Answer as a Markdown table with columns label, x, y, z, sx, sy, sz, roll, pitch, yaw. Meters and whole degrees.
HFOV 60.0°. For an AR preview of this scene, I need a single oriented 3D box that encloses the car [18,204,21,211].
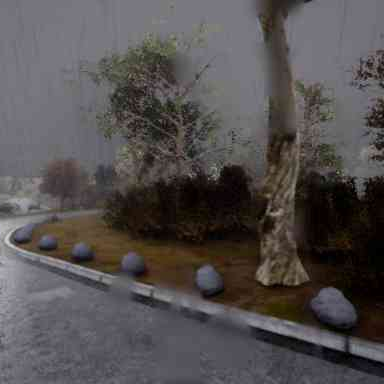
| label | x | y | z | sx | sy | sz | roll | pitch | yaw |
| --- | --- | --- | --- | --- | --- | --- | --- | --- | --- |
| car | -30.222 | 2.552 | 56.169 | 1.994 | 1.385 | 4.181 | 0 | 0 | -19 |

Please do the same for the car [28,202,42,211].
| label | x | y | z | sx | sy | sz | roll | pitch | yaw |
| --- | --- | --- | --- | --- | --- | --- | --- | --- | --- |
| car | -27.298 | 2.527 | 57.881 | 2.033 | 1.411 | 5.357 | 0 | -1 | -20 |

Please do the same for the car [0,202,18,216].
| label | x | y | z | sx | sy | sz | roll | pitch | yaw |
| --- | --- | --- | --- | --- | --- | --- | --- | --- | --- |
| car | -24.509 | 2.096 | 42.015 | 2.097 | 1.767 | 4.553 | -1 | -1 | -1 |
